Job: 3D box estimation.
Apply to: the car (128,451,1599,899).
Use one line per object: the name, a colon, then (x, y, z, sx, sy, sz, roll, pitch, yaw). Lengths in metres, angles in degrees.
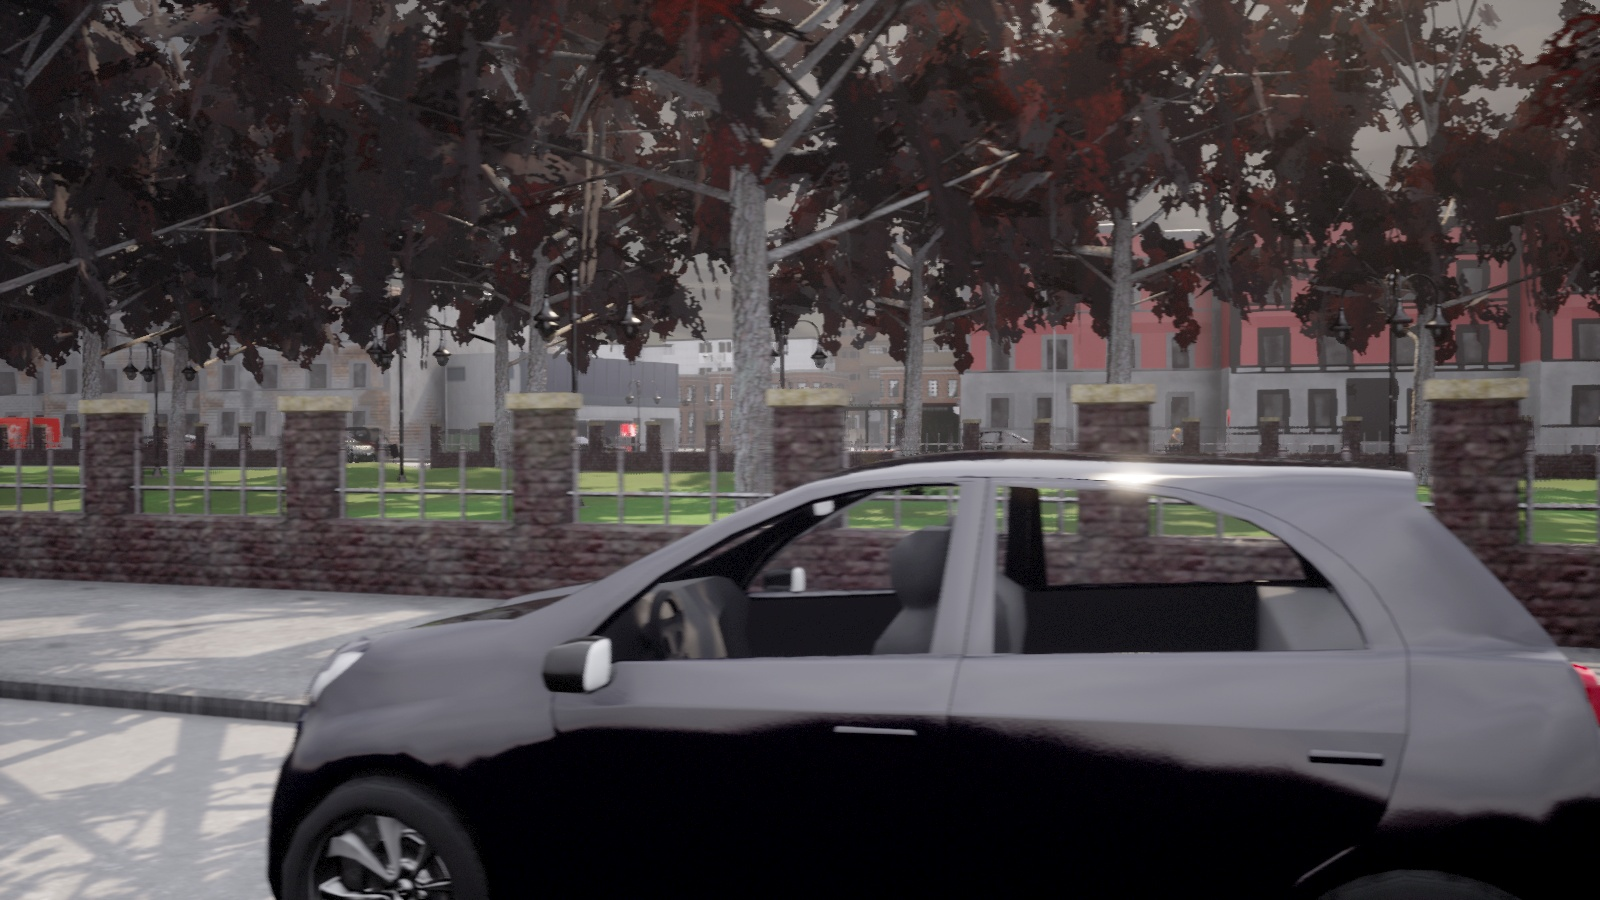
car: (0.217, 0.783, 3.716, 3.633, 1.501, 1.845, 0, 1, 17)

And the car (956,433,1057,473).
car: (8.031, 0.094, 48.803, 3.633, 1.501, 1.845, 0, 1, 19)

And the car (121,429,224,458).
car: (-33.443, -0.343, 66.921, 4.792, 1.488, 2.163, 0, 1, 18)

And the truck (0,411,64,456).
truck: (-44.506, -0.924, 70.609, 5.204, 2.467, 2.627, 0, 1, 18)

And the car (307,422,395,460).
car: (-22.622, -0.454, 63.302, 3.866, 1.878, 1.905, 0, 1, 19)

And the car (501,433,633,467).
car: (-10.189, -0.029, 54.917, 5.357, 1.411, 2.033, 0, 1, 19)

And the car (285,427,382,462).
car: (-21.850, -0.278, 58.827, 3.988, 1.617, 1.851, 0, 1, 19)
